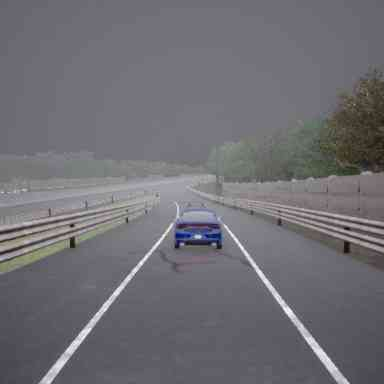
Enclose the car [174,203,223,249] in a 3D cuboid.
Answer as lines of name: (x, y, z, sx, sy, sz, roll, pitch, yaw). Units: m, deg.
car: (0.281, 1.472, 14.563, 1.882, 1.535, 5.008, 0, 0, 1)
